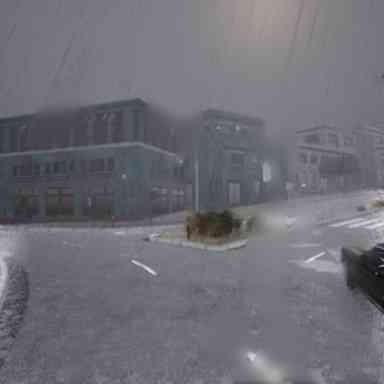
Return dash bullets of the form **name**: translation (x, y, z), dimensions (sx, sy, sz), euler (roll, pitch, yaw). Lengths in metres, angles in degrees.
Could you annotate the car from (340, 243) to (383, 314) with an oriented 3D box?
- **car**: translation (4.139, 1.562, 6.021), dimensions (1.895, 1.301, 4.718), euler (0, 0, 11)
